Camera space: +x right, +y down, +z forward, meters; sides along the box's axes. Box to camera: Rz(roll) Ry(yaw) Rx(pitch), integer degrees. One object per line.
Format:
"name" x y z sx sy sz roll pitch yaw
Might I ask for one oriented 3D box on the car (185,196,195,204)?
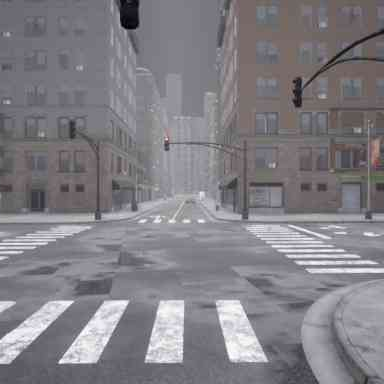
"car" -0.313 1.649 63.756 1.895 1.301 4.718 0 0 0

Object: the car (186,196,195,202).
"car" -0.383 1.484 73.761 1.895 1.301 4.718 0 0 0
